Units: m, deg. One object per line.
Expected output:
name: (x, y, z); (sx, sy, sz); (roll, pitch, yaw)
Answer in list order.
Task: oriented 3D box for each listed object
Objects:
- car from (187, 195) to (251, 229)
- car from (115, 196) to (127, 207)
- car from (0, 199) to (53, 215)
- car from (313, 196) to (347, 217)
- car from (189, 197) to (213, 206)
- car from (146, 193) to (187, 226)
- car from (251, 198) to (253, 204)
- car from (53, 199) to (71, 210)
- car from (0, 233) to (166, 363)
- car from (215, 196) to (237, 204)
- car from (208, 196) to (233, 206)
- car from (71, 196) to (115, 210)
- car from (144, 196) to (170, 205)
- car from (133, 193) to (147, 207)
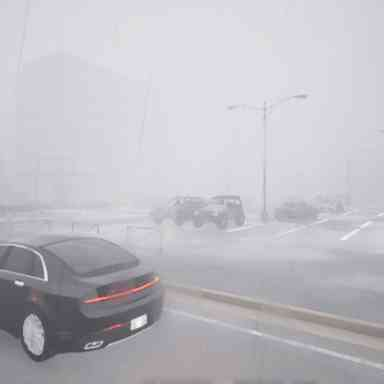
car: (1.747, 1.156, 20.203); (1.905, 1.878, 3.866); (0, 0, 34)
car: (-11.788, 1.352, 49.403); (2.097, 1.767, 4.553); (0, 0, 34)
car: (-17.455, 1.601, 34.732); (1.895, 1.301, 4.718); (0, 0, 34)
car: (13.796, 1.395, 33.136); (1.970, 1.475, 3.806); (0, 0, 34)
car: (1.511, 1.526, 56.263); (1.812, 1.442, 4.674); (0, 0, 34)
car: (-0.617, 1.153, 21.873); (1.932, 1.855, 4.605); (0, 0, 34)
car: (9.892, 1.505, 62.446); (1.837, 1.490, 4.892); (0, 0, 34)
car: (-17.126, 1.547, 41.486); (2.033, 1.411, 5.357); (0, 0, 34)
car: (-2.692, 1.506, 5.922); (4.892, 1.490, 1.837); (0, 0, 35)
car: (6.484, 1.491, 63.646); (2.128, 1.511, 4.902); (0, 0, 34)
car: (4.770, 1.491, 54.838); (2.128, 1.511, 4.902); (0, 0, 34)
car: (-12.452, 1.526, 42.143); (1.812, 1.442, 4.674); (0, 0, 34)
car: (-6.007, 1.526, 57.912); (1.812, 1.442, 4.674); (0, 0, 35)
car: (-6.564, 1.221, 50.853); (2.150, 2.045, 5.566); (0, 0, 34)
